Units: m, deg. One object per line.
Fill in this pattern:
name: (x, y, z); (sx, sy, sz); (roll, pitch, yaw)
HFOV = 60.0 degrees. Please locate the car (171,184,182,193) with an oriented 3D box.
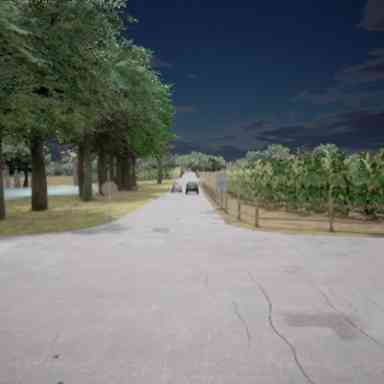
car: (-2.721, -0.637, 59.603); (1.812, 1.442, 4.674); (0, 3, 0)

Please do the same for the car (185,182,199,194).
car: (0.026, -0.715, 55.033); (2.150, 2.045, 5.566); (0, 3, 0)

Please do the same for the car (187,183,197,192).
car: (0.032, -1.000, 65.420); (1.882, 1.535, 5.008); (0, 3, 0)
